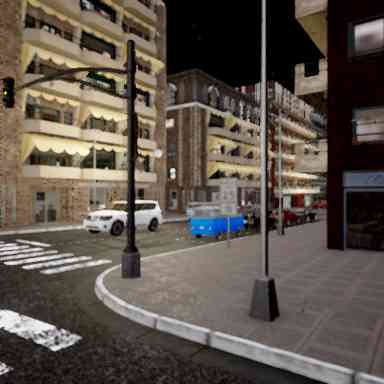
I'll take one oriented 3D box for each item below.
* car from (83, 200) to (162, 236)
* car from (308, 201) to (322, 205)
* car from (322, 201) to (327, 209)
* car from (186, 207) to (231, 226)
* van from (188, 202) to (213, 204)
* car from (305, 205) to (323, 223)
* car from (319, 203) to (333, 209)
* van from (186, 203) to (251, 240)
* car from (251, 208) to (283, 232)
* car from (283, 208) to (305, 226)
[{"bbox_3d":[-4.207,1.556,21.316,2.150,2.045,5.566,0,-1,34],"label":"car"},{"bbox_3d":[23.387,2.900,64.790,1.802,1.307,4.206,-1,-2,35],"label":"car"},{"bbox_3d":[26.585,2.738,69.319,2.192,1.841,5.009,-1,-2,35],"label":"car"},{"bbox_3d":[1.520,2.088,29.372,1.994,1.385,4.181,0,-1,35],"label":"car"},{"bbox_3d":[0.992,1.917,33.141,1.690,1.788,3.998,-1,-2,35],"label":"van"},{"bbox_3d":[11.037,2.239,32.881,2.008,1.369,4.403,-1,-2,35],"label":"car"},{"bbox_3d":[29.786,3.073,73.836,1.887,1.381,4.507,-1,-2,35],"label":"car"},{"bbox_3d":[1.577,1.711,19.221,1.690,1.788,3.998,-1,-2,35],"label":"van"},{"bbox_3d":[4.639,2.042,23.836,1.947,1.339,4.313,-1,-2,35],"label":"car"},{"bbox_3d":[7.838,2.164,28.357,1.802,1.307,4.206,-1,-2,35],"label":"car"}]
